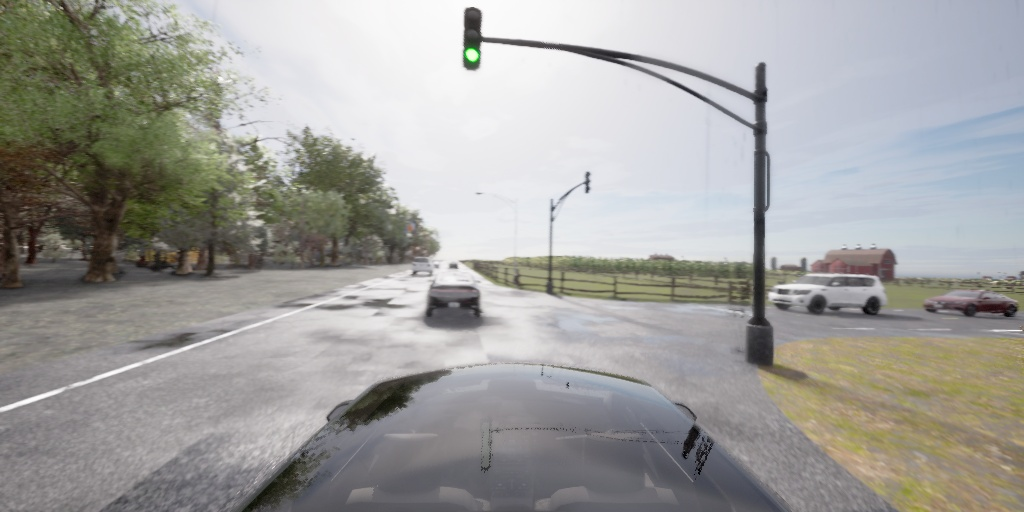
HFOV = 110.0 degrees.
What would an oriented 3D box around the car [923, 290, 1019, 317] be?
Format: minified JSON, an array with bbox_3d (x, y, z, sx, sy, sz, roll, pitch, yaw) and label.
[{"bbox_3d":[26.285,2.657,20.538,4.674,1.442,1.812,2,-2,-9],"label":"car"}]

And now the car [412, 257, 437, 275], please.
[{"bbox_3d":[-10.209,1.168,41.432,2.150,2.045,5.566,2,-1,-9],"label":"car"}]

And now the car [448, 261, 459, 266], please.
[{"bbox_3d":[-10.460,1.726,64.284,1.837,1.490,4.892,2,-1,-9],"label":"car"}]

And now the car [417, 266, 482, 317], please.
[{"bbox_3d":[-2.197,1.329,13.652,2.128,1.511,4.902,2,-1,-9],"label":"car"}]

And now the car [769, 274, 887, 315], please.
[{"bbox_3d":[16.733,1.948,19.054,5.566,2.045,2.150,3,-2,-9],"label":"car"}]
